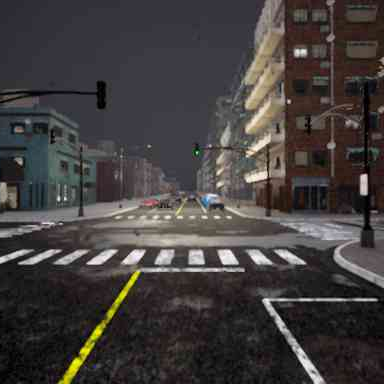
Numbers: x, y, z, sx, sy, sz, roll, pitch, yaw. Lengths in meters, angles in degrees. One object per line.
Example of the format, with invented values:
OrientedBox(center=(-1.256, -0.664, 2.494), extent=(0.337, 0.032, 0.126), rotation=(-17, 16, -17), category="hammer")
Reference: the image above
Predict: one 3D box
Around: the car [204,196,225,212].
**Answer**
OrientedBox(center=(2.693, 1.467, 37.002), extent=(2.008, 1.369, 4.403), rotation=(1, 0, 0), category="car")

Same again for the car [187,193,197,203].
OrientedBox(center=(-0.016, 1.389, 66.867), extent=(1.994, 1.385, 4.181), rotation=(0, 0, 0), category="car")

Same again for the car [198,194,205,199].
OrientedBox(center=(2.681, 1.278, 92.809), extent=(1.887, 1.381, 4.507), rotation=(1, 0, 0), category="car")

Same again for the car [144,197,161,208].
OrientedBox(center=(-5.690, 1.429, 48.124), extent=(1.887, 1.381, 4.507), rotation=(1, 0, 0), category="car")

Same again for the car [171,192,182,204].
OrientedBox(center=(-3.017, 1.068, 61.302), extent=(2.150, 2.045, 5.566), rotation=(0, 0, 0), category="car")

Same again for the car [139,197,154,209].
OrientedBox(center=(-5.689, 1.482, 42.544), extent=(1.802, 1.307, 4.206), rotation=(1, 0, 0), category="car")

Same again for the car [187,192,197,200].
OrientedBox(center=(-0.020, 0.981, 76.879), extent=(2.097, 1.767, 4.553), rotation=(0, 0, 0), category="car")

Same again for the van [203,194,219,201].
OrientedBox(center=(2.695, 1.241, 42.580), extent=(1.690, 1.788, 3.998), rotation=(1, 0, 0), category="van")

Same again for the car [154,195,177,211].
OrientedBox(center=(-3.098, 1.414, 39.626), extent=(1.837, 1.490, 4.892), rotation=(0, 0, 0), category="car")

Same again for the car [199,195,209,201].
OrientedBox(center=(2.684, 1.362, 76.066), extent=(1.947, 1.339, 4.313), rotation=(1, 0, 0), category="car")

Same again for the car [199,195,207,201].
OrientedBox(center=(2.683, 1.342, 81.647), extent=(1.947, 1.339, 4.313), rotation=(1, 0, 0), category="car")

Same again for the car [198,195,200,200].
OrientedBox(center=(2.687, 1.359, 65.074), extent=(1.752, 1.417, 4.829), rotation=(1, 0, 0), category="car")

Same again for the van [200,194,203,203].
OrientedBox(center=(2.692, 1.210, 53.743), extent=(1.690, 1.788, 3.998), rotation=(1, 0, 0), category="van")
